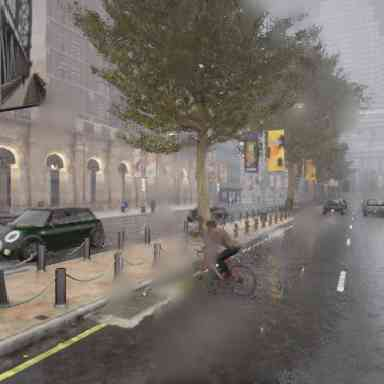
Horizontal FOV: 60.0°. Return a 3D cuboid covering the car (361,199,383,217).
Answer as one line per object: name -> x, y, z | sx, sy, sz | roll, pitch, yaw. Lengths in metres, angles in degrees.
car -> 16.964, 1.492, 30.923 | 2.128, 1.511, 4.902 | 0, 0, 27

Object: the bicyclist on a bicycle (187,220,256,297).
bicyclist on a bicycle -> 0.599, 1.455, 7.328 | 1.656, 1.620, 0.582 | -2, -1, 26

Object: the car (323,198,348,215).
car -> 14.370, 1.505, 33.549 | 1.837, 1.490, 4.892 | 0, 0, 27

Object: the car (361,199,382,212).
car -> 21.298, 1.547, 39.649 | 2.033, 1.411, 5.357 | 0, 0, 27

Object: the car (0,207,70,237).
car -> -9.456, 1.595, 18.837 | 1.895, 1.301, 4.718 | 0, 0, 26

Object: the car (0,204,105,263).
car -> -5.343, 1.352, 12.171 | 2.097, 1.767, 4.553 | 0, 0, 26

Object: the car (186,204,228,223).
car -> 1.222, 1.564, 25.175 | 1.994, 1.385, 4.181 | 0, 0, 27
